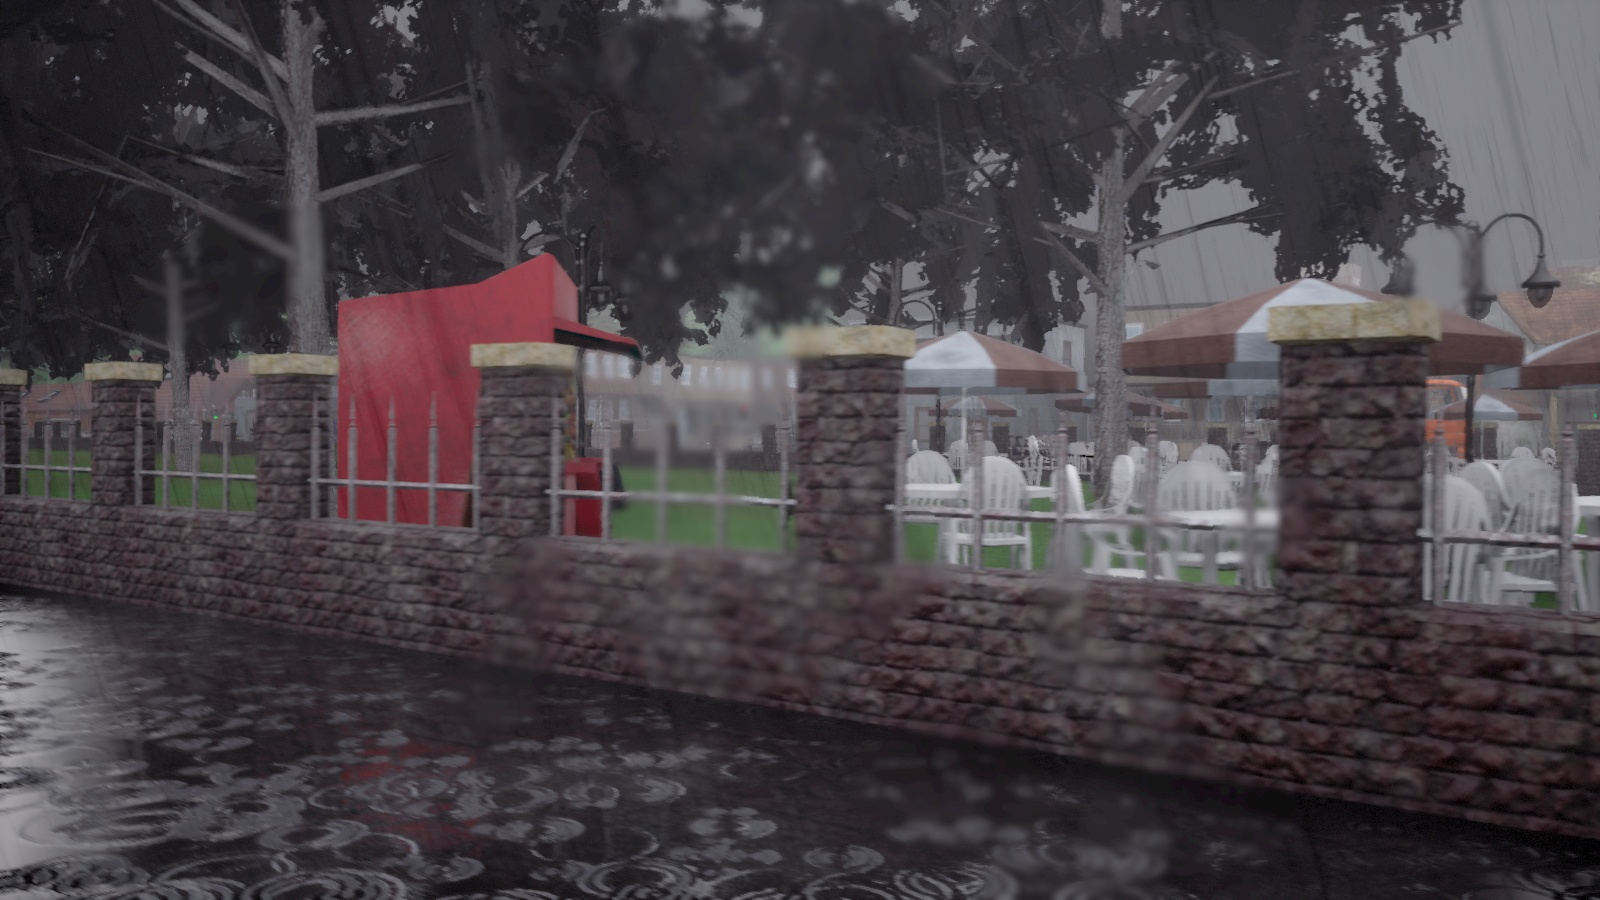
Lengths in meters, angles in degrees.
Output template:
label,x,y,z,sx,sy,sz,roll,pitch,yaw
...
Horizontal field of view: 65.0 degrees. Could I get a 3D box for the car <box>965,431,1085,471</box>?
label,x,y,z,sx,sy,sz,roll,pitch,yaw
car,8.648,0.013,48.401,4.193,1.474,1.816,0,1,34

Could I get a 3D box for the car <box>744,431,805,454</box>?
label,x,y,z,sx,sy,sz,roll,pitch,yaw
car,-1.817,-0.571,92.386,2.033,1.649,4.856,0,1,35

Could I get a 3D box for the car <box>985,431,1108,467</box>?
label,x,y,z,sx,sy,sz,roll,pitch,yaw
car,10.202,-0.040,52.191,4.674,1.442,1.812,0,1,35

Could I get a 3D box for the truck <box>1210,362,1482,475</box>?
label,x,y,z,sx,sy,sz,roll,pitch,yaw
truck,18.075,-0.976,41.824,7.936,3.462,2.891,0,1,32
